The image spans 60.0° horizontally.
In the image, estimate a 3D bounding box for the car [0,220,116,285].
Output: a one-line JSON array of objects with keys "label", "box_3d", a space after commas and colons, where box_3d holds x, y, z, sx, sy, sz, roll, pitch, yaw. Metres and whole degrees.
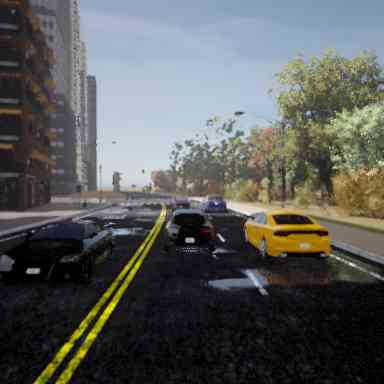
[{"label": "car", "box_3d": [-3.437, 1.495, 9.139, 1.994, 1.385, 4.181, 0, 0, -1]}]

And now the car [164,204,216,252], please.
[{"label": "car", "box_3d": [-0.132, 1.418, 13.354, 1.812, 1.442, 4.674, 0, 1, -2]}]

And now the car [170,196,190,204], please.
[{"label": "car", "box_3d": [-1.196, 1.206, 34.490, 2.128, 1.511, 4.902, 0, 0, -4]}]

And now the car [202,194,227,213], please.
[{"label": "car", "box_3d": [2.150, 1.074, 33.176, 2.097, 1.767, 4.553, 0, 1, -4]}]

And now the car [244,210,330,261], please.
[{"label": "car", "box_3d": [3.161, 1.377, 11.975, 1.882, 1.535, 5.008, 0, 0, -1]}]
